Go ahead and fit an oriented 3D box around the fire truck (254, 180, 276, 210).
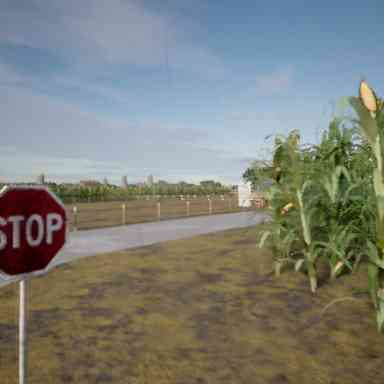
[{"bbox_3d":[10.635,0.214,40.359,2.891,3.827,8.468,1,1,36],"label":"fire truck"}]
